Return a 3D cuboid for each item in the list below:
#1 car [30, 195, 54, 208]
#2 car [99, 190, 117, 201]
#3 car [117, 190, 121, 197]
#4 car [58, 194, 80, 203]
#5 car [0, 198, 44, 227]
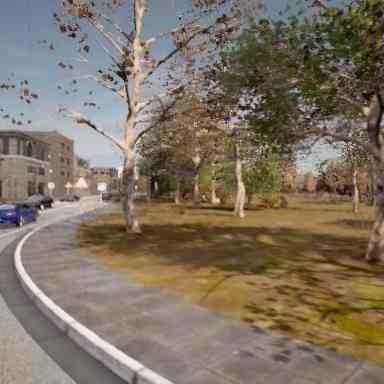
[{"bbox_3d":[-16.252,1.057,35.294,1.882,1.535,5.008,0,1,-5],"label":"car"},{"bbox_3d":[-14.783,0.662,57.406,2.128,1.511,4.902,0,1,-5],"label":"car"},{"bbox_3d":[-15.647,0.333,67.791,1.812,1.442,4.674,0,1,-5],"label":"car"},{"bbox_3d":[-17.218,0.905,46.698,1.994,1.385,4.181,0,1,-5],"label":"car"},{"bbox_3d":[-11.459,1.375,21.494,1.812,1.442,4.674,0,1,-7],"label":"car"}]
